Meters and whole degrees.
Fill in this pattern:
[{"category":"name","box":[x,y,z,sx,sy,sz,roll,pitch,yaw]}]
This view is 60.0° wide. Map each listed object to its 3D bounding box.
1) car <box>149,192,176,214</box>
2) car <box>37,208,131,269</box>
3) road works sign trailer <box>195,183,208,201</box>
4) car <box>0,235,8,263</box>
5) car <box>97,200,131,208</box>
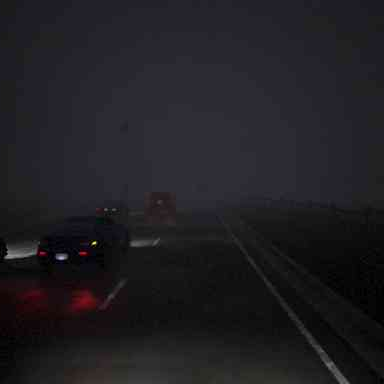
[{"category":"car","box":[-2.769,0.993,31.913,2.150,2.045,5.566,0,0,1]},{"category":"car","box":[-3.266,1.448,10.732,1.812,1.442,4.674,0,0,1]},{"category":"road works sign trailer","box":[1.908,0.005,64.729,2.380,3.560,2.880,0,0,7]},{"category":"car","box":[-6.790,1.499,8.750,1.994,1.385,4.181,0,0,1]},{"category":"car","box":[-6.379,1.350,27.396,2.033,1.411,5.357,0,0,1]}]
